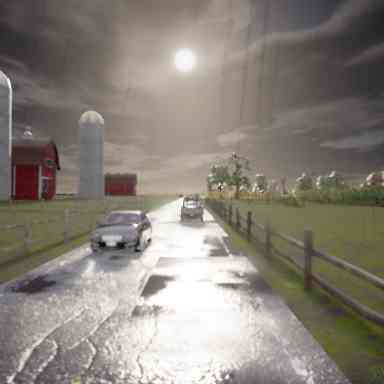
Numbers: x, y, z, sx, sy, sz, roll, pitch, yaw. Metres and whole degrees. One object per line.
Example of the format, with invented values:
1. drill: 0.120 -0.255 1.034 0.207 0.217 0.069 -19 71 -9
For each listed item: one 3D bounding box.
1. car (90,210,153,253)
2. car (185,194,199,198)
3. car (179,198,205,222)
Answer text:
1. car: -2.758 1.515 13.868 2.128 1.511 4.902 0 0 0
2. car: 0.045 1.302 42.232 2.150 2.045 5.566 0 0 1
3. car: 0.003 1.538 27.153 2.128 1.511 4.902 0 0 0
